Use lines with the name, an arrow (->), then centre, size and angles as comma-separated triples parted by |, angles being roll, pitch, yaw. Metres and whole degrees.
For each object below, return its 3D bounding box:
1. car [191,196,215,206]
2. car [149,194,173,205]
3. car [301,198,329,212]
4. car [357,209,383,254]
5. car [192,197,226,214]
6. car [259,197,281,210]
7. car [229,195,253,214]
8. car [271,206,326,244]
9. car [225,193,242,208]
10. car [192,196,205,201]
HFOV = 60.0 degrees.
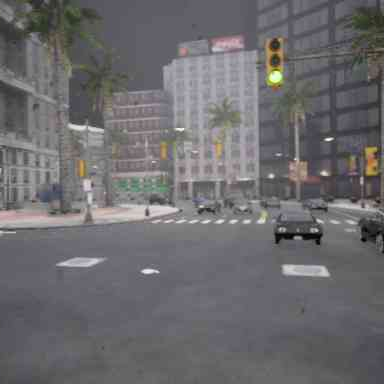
car -> 1.818, 1.464, 56.356 | 1.882, 1.535, 5.008 | -1, 0, -27
car -> -5.700, 1.346, 60.881 | 2.150, 2.045, 5.566 | -1, 0, -41
car -> 12.683, 1.330, 34.674 | 2.033, 1.411, 5.357 | -1, 0, 7
car -> 7.641, 1.358, 12.539 | 2.128, 1.511, 4.902 | -1, 0, 14
car -> 1.923, 1.524, 34.804 | 2.033, 1.411, 5.357 | -1, 0, 14
car -> 9.476, 1.334, 40.866 | 2.128, 1.511, 4.902 | -1, 0, 0
car -> 5.226, 1.409, 34.098 | 2.128, 1.511, 4.902 | -1, 0, 9
car -> 4.718, 1.521, 15.281 | 1.895, 1.301, 4.718 | -1, 0, 14
car -> 5.698, 1.133, 44.076 | 2.150, 2.045, 5.566 | -1, 0, -6
car -> 1.618, 1.550, 47.009 | 1.994, 1.385, 4.181 | -1, 0, -13
